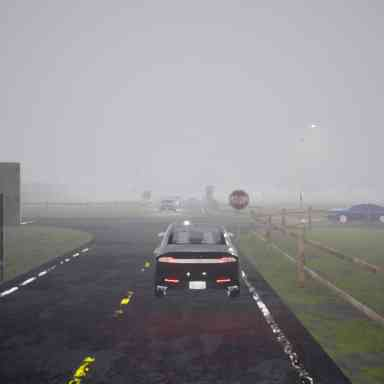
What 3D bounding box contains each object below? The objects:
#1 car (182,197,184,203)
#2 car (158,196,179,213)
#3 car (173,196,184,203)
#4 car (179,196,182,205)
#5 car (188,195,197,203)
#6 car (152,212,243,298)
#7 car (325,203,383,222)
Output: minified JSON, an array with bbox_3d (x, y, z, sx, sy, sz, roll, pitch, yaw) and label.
[{"bbox_3d":[-2.800,1.471,58.326,1.882,1.535,5.008,0,0,0],"label":"car"},{"bbox_3d":[-2.700,1.502,37.028,1.837,1.490,4.892,0,0,-3],"label":"car"},{"bbox_3d":[-2.739,1.554,68.302,1.994,1.385,4.181,0,0,1],"label":"car"},{"bbox_3d":[-2.823,1.596,47.439,1.895,1.301,4.718,0,0,0],"label":"car"},{"bbox_3d":[0.090,1.468,71.354,1.882,1.535,5.008,0,0,0],"label":"car"},{"bbox_3d":[0.103,1.491,8.511,2.128,1.511,4.902,0,0,0],"label":"car"},{"bbox_3d":[12.986,1.590,25.962,5.008,1.535,1.882,0,0,0],"label":"car"}]
